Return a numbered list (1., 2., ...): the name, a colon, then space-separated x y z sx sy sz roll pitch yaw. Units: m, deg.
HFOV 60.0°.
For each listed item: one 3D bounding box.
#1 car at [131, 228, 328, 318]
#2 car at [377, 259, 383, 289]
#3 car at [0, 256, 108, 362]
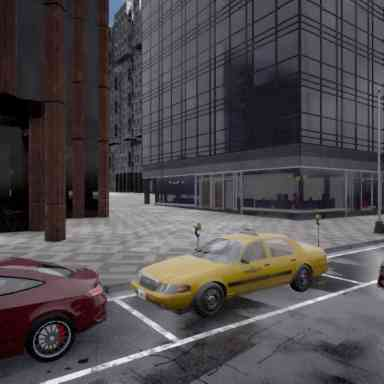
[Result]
1. car: 1.063 1.525 7.387 4.829 1.417 1.752 0 0 -35
2. car: 6.038 1.563 7.522 4.181 1.385 1.994 0 0 -35
3. car: -3.237 1.582 4.344 4.206 1.307 1.802 0 0 -35
